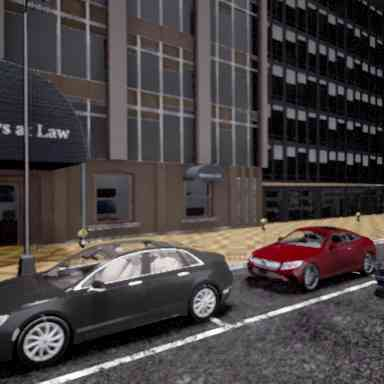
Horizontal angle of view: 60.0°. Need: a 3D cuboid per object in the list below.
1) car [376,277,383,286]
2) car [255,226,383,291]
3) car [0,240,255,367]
[{"bbox_3d":[6.613,1.569,8.091,5.357,1.411,2.033,0,0,-35],"label":"car"},{"bbox_3d":[3.362,1.598,8.964,4.206,1.307,1.802,0,-1,-35],"label":"car"},{"bbox_3d":[-1.267,1.554,5.666,4.403,1.369,2.008,0,-1,-35],"label":"car"}]
